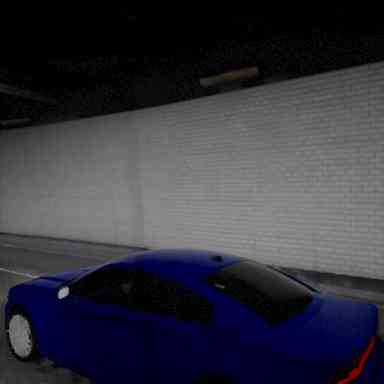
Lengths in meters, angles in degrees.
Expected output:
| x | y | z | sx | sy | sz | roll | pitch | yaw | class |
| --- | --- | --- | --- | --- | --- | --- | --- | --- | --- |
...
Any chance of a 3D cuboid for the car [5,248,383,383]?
| x | y | z | sx | sy | sz | roll | pitch | yaw | class |
| --- | --- | --- | --- | --- | --- | --- | --- | --- | --- |
| -0.407 | 1.478 | 4.214 | 5.008 | 1.535 | 1.882 | 0 | 0 | 34 | car |
